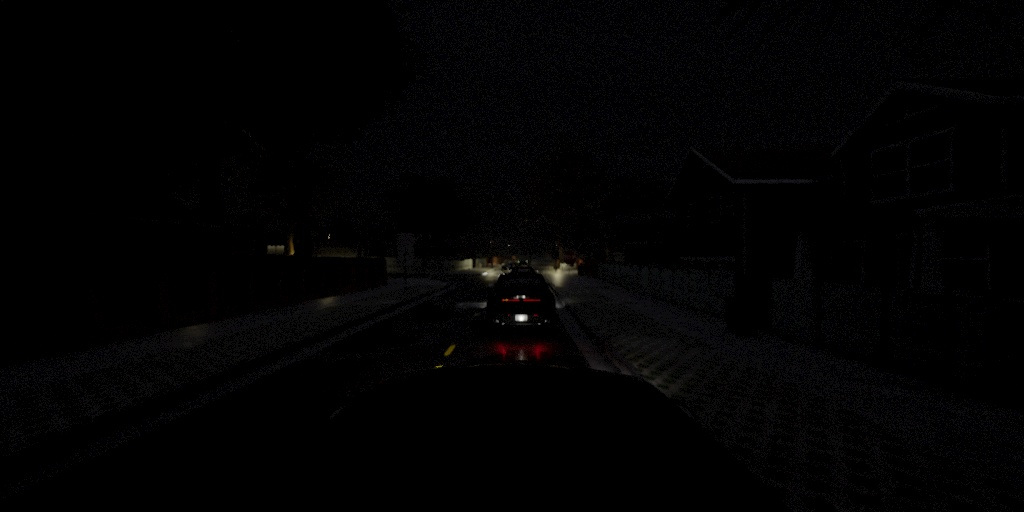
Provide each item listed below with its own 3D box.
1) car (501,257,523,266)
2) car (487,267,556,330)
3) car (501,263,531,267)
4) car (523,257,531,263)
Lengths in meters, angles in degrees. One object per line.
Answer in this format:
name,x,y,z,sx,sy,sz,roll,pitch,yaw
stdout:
car,-0.245,1.178,46.316,2.128,1.511,4.902,0,0,7
car,0.286,1.256,11.146,1.837,1.490,4.892,0,0,1
car,0.658,1.316,21.369,1.994,1.385,4.181,0,0,4
car,2.084,0.909,63.788,2.097,1.767,4.553,0,0,9
